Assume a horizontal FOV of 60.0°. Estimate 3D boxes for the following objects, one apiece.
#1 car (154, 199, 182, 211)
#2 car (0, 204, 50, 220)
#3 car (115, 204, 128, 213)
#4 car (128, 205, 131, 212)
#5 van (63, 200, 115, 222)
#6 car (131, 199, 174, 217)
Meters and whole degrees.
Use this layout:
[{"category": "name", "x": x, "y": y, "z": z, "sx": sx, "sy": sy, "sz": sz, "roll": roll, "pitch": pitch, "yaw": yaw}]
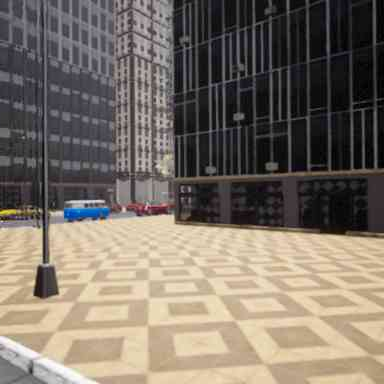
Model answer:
[{"category": "car", "x": -3.480, "y": 1.820, "z": 48.781, "sx": 1.967, "sy": 1.590, "sz": 4.097, "roll": -1, "pitch": 0, "yaw": 38}, {"category": "car", "x": -16.370, "y": 1.900, "z": 32.236, "sx": 1.752, "sy": 1.417, "sz": 4.829, "roll": -1, "pitch": 0, "yaw": 38}, {"category": "car", "x": -10.264, "y": 1.958, "z": 39.960, "sx": 1.802, "sy": 1.307, "sz": 4.206, "roll": -1, "pitch": 0, "yaw": 38}, {"category": "car", "x": -6.872, "y": 1.922, "z": 44.371, "sx": 1.887, "sy": 1.381, "sz": 4.507, "roll": -1, "pitch": 0, "yaw": 38}, {"category": "van", "x": -8.981, "y": 1.633, "z": 28.526, "sx": 1.690, "sy": 1.788, "sz": 3.998, "roll": -1, "pitch": 0, "yaw": 38}, {"category": "car", "x": -4.020, "y": 1.736, "z": 35.156, "sx": 1.967, "sy": 1.590, "sz": 4.097, "roll": -1, "pitch": 0, "yaw": 38}]
